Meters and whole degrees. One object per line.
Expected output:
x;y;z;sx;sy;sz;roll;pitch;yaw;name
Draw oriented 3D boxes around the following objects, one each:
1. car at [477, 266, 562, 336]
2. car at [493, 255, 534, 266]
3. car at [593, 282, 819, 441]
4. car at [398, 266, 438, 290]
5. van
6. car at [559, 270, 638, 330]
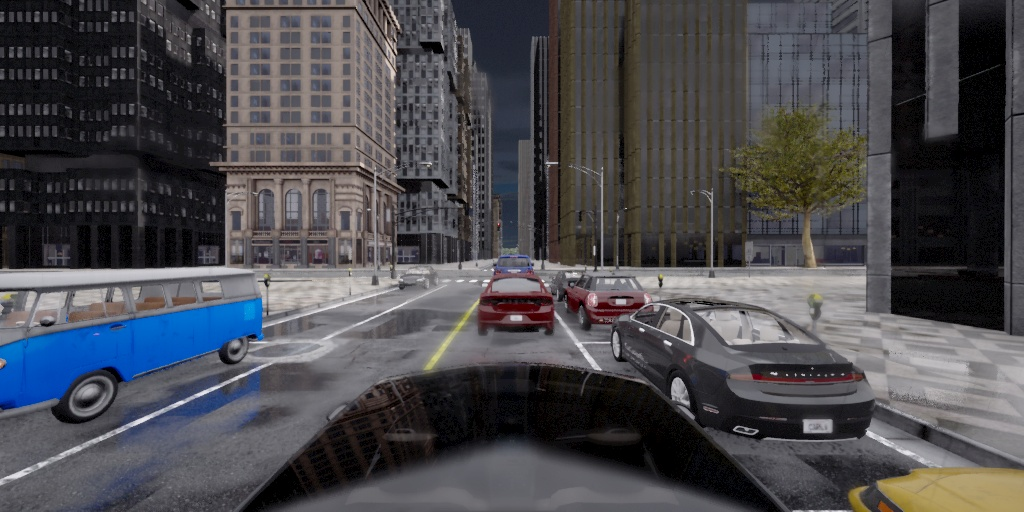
0.105;1.226;10.447;1.882;1.535;5.008;0;0;0;car
0.102;0.967;20.331;2.150;2.045;5.566;0;0;0;car
2.769;1.300;5.421;2.007;1.370;4.403;0;0;0;car
-5.734;1.296;22.354;2.007;1.370;4.403;0;0;0;car
-5.756;1.090;5.431;1.690;1.789;3.998;0;0;0;van
2.777;1.188;11.062;1.967;1.591;4.097;0;0;0;car
